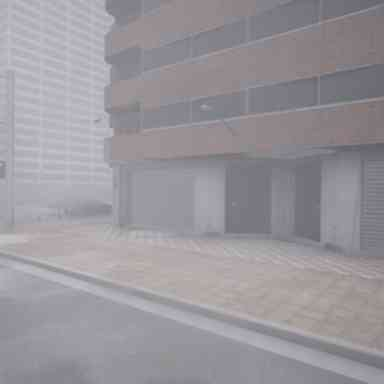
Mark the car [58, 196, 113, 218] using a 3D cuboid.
[{"bbox_3d":[-8.000,1.258,26.585,1.994,1.385,4.181,1,1,37],"label":"car"}]

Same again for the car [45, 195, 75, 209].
[{"bbox_3d":[-13.802,1.074,36.662,1.812,1.442,4.674,1,1,37],"label":"car"}]
